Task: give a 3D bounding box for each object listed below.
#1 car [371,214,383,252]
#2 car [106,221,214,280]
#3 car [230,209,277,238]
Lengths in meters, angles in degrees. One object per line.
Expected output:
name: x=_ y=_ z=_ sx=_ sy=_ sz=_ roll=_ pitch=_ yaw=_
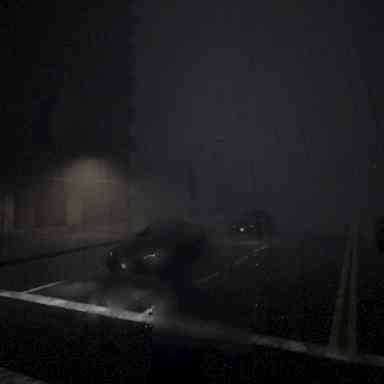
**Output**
car: x=8.842 y=1.623 z=14.123 sx=2.128 sy=1.511 sz=4.902 roll=-1 pitch=-1 yaw=26
car: x=-0.759 y=1.720 z=10.948 sx=1.812 sy=1.442 sz=4.674 roll=-1 pitch=-1 yaw=27
car: x=3.781 y=1.793 z=20.006 sx=1.837 sy=1.490 sz=4.892 roll=-1 pitch=-1 yaw=27
